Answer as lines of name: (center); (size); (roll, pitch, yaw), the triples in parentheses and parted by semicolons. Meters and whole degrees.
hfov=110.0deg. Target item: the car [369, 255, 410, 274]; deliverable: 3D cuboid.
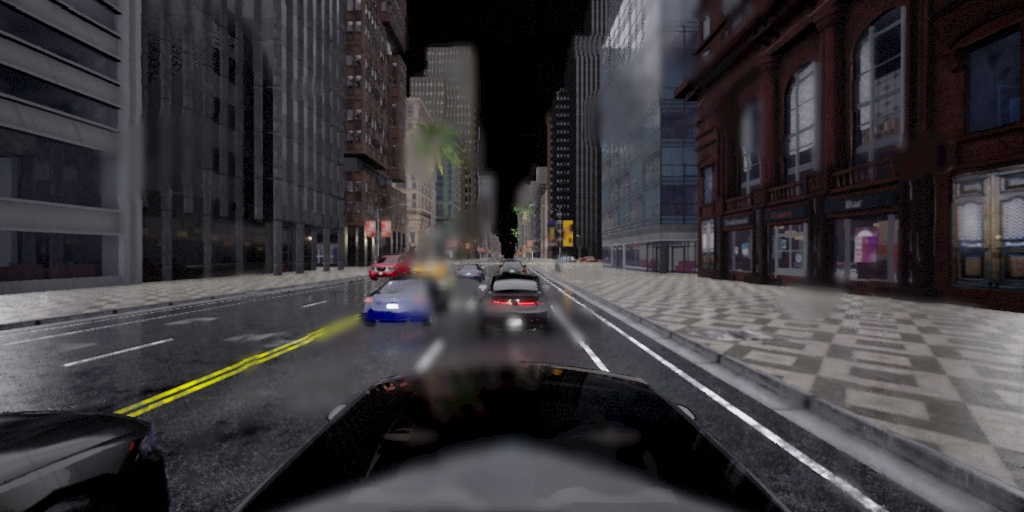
car: (-9.892, 0.959, 29.774); (2.150, 2.045, 5.566); (0, 0, 0)

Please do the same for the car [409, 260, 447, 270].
car: (-6.641, 1.216, 29.503); (1.882, 1.535, 5.008); (0, 0, 0)

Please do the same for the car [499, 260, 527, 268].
car: (0.052, 1.091, 27.850); (2.097, 1.767, 4.553); (0, 0, 1)

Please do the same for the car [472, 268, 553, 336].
car: (0.089, 1.251, 10.400); (1.837, 1.490, 4.892); (0, 0, 0)

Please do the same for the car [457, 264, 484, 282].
car: (-3.188, 1.303, 28.395); (1.994, 1.385, 4.181); (0, 0, 0)

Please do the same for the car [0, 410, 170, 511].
car: (-3.146, 1.242, 0.301); (2.128, 1.511, 4.902); (0, 0, 0)

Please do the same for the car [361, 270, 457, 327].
car: (-3.162, 1.309, 11.524); (1.994, 1.385, 4.181); (0, 0, 0)
